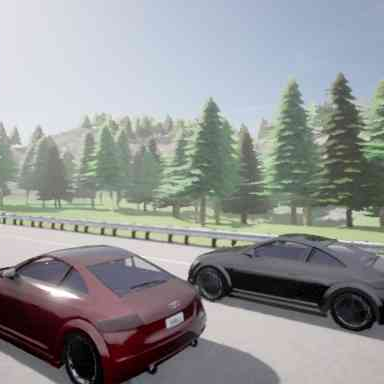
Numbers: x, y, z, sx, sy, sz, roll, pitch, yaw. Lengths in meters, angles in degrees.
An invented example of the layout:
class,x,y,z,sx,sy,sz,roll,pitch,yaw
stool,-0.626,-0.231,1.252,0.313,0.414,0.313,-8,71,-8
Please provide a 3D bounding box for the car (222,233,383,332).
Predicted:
class,x,y,z,sx,sy,sz,roll,pitch,yaw
car,1.961,1.564,6.893,4.181,1.385,1.994,0,0,35

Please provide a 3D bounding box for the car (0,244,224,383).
class,x,y,z,sx,sy,sz,roll,pitch,yaw
car,-1.847,1.564,5.310,4.181,1.385,1.994,0,0,36
